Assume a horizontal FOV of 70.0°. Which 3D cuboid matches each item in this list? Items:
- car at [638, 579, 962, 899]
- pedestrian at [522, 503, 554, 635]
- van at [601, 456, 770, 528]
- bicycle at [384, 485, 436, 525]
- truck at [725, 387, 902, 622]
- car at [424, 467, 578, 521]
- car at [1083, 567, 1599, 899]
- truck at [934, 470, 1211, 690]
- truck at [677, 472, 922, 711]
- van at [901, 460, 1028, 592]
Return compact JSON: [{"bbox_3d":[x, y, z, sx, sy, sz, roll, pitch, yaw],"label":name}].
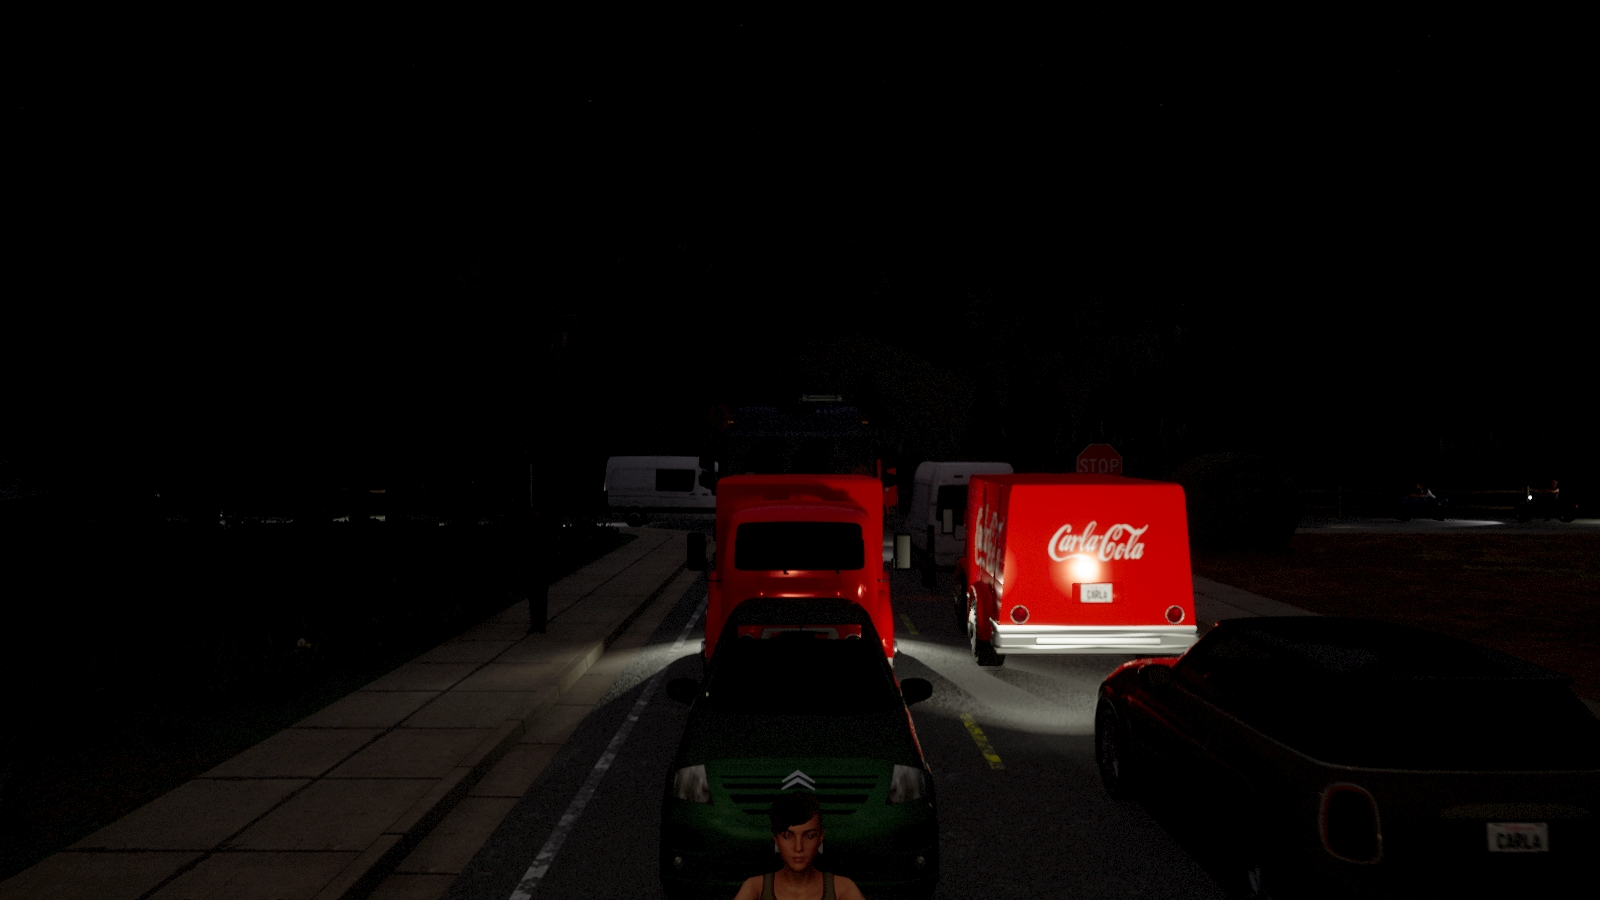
[{"bbox_3d":[-0.002,1.998,8.538,1.851,1.617,3.988,0,0,0],"label":"car"},{"bbox_3d":[-3.748,1.692,16.350,0.375,1.860,0.375,0,0,0],"label":"pedestrian"},{"bbox_3d":[-4.114,1.499,41.700,5.915,2.561,1.988,0,0,3],"label":"van"},{"bbox_3d":[-14.392,2.021,42.189,1.835,1.471,0.329,0,0,3],"label":"bicycle"},{"bbox_3d":[0.197,0.888,22.907,2.891,3.827,8.468,0,0,0],"label":"truck"},{"bbox_3d":[-11.892,1.740,45.654,5.566,2.045,2.150,0,0,2],"label":"car"},{"bbox_3d":[3.530,1.905,7.726,2.097,1.767,4.553,0,0,0],"label":"car"},{"bbox_3d":[3.498,1.568,15.981,2.627,2.467,5.204,0,0,0],"label":"truck"},{"bbox_3d":[-0.012,1.566,14.877,2.627,2.467,5.204,0,0,0],"label":"truck"},{"bbox_3d":[3.507,1.531,25.555,1.988,2.561,5.915,0,0,0],"label":"van"}]
